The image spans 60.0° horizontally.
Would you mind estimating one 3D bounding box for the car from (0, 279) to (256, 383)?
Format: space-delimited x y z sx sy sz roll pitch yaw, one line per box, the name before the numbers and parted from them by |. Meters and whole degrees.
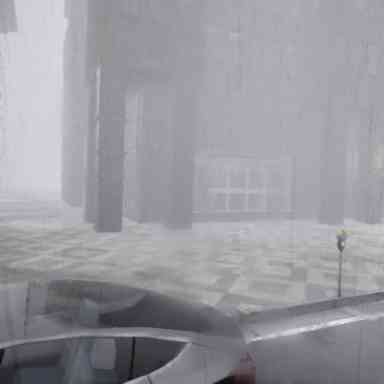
car | -1.590 1.421 2.216 4.313 1.339 1.947 1 2 -25
